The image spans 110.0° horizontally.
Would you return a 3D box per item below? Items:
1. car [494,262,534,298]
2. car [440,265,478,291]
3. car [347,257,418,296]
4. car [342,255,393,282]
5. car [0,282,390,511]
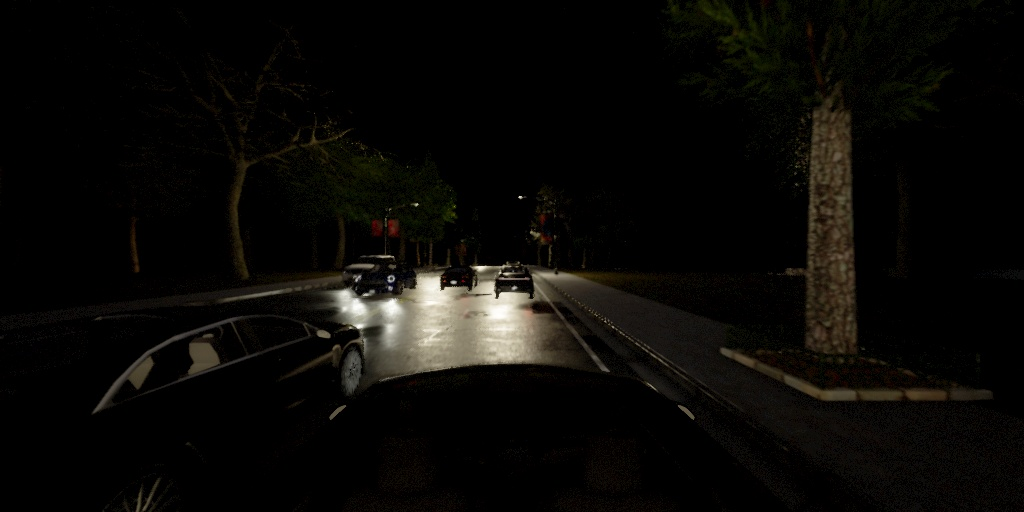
[{"bbox_3d":[0.098,1.229,18.286,2.128,1.511,4.902,0,0,0],"label":"car"},{"bbox_3d":[-3.152,1.260,21.668,1.812,1.442,4.674,0,0,0],"label":"car"},{"bbox_3d":[-6.588,1.087,19.129,2.097,1.767,4.553,0,0,0],"label":"car"},{"bbox_3d":[-9.813,0.955,25.300,2.150,2.045,5.566,0,0,0],"label":"car"},{"bbox_3d":[-3.144,1.239,3.531,2.128,1.511,4.902,0,0,0],"label":"car"}]
